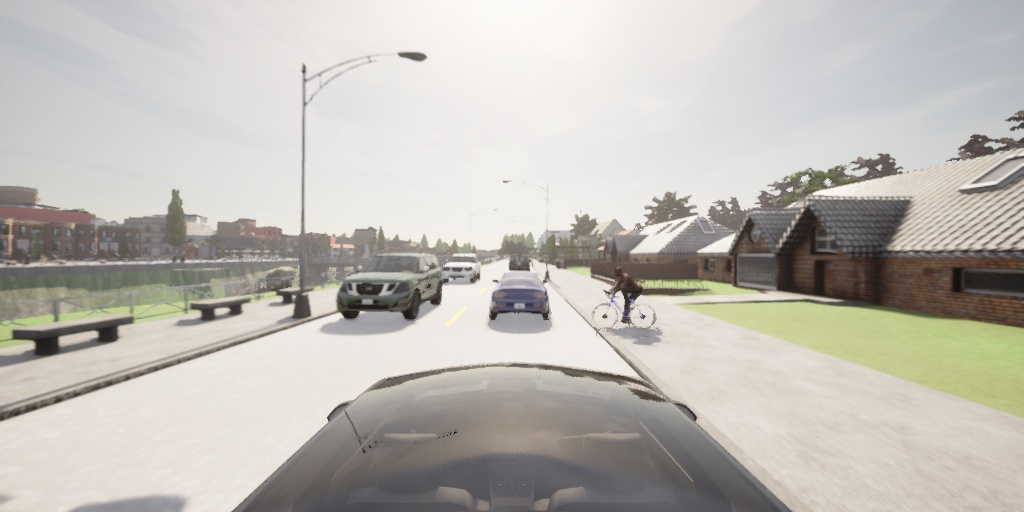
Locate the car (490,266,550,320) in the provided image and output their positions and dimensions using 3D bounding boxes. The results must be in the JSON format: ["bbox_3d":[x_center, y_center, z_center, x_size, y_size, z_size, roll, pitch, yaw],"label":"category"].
[{"bbox_3d":[0.269,1.241,12.417,1.812,1.442,4.674,1,0,1],"label":"car"}]

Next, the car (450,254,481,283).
[{"bbox_3d":[-3.614,0.846,26.748,2.150,2.045,5.566,1,1,1],"label":"car"}]

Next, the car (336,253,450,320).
[{"bbox_3d":[-3.915,0.896,12.612,2.150,2.045,5.566,1,0,1],"label":"car"}]

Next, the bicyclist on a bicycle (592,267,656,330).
[{"bbox_3d":[2.880,1.100,9.226,1.656,1.620,0.582,0,0,1],"label":"bicyclist on a bicycle"}]

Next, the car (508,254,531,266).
[{"bbox_3d":[0.750,0.856,36.988,2.150,2.045,5.566,1,0,2],"label":"car"}]
